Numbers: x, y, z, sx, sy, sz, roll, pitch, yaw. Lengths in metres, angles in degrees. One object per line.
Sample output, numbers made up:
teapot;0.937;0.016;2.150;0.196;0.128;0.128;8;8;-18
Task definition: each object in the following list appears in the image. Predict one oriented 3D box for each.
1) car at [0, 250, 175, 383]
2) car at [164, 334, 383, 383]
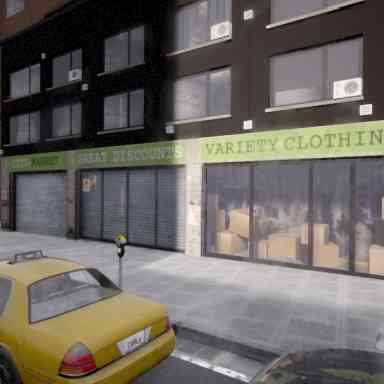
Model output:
car;-2.499;1.524;4.796;4.829;1.417;1.752;0;1;35
car;2.239;1.551;1.527;4.403;1.369;2.008;0;1;35
